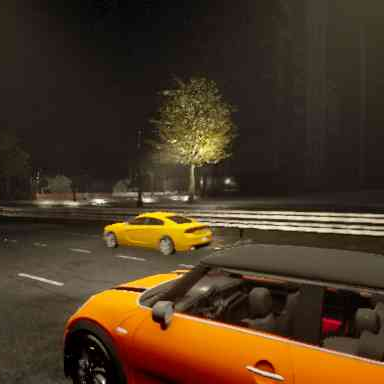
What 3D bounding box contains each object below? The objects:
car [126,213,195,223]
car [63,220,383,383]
[{"bbox_3d":[-1.554,1.608,13.769,5.008,1.535,1.882,-1,-1,36],"label":"car"},{"bbox_3d":[0.667,1.373,3.506,4.553,1.767,2.097,-1,-1,36],"label":"car"}]
